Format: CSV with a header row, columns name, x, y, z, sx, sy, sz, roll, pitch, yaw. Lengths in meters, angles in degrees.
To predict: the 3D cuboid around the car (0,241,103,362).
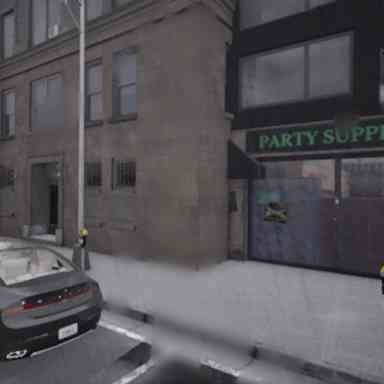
name,x,y,z,sx,sy,sz,roll,pitch,yaw
car,-3.333,1.495,5.455,4.403,1.369,2.008,1,1,36
